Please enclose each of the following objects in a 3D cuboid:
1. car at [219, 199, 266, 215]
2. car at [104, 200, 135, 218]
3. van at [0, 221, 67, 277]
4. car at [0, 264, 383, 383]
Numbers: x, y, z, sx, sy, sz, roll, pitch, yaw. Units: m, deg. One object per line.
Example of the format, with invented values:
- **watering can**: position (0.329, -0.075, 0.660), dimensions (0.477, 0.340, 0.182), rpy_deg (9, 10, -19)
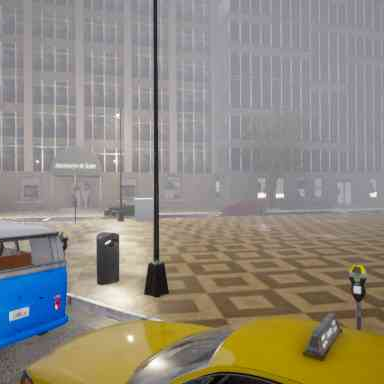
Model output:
- **car**: position (4.527, 1.320, 29.940), dimensions (4.181, 1.385, 1.994), rpy_deg (0, 0, -14)
- **car**: position (-5.186, 1.396, 27.514), dimensions (4.181, 1.385, 1.994), rpy_deg (0, 0, -14)
- **van**: position (-3.745, 1.343, 5.387), dimensions (3.998, 1.788, 1.690), rpy_deg (0, 0, 35)
- **car**: position (0.627, 1.526, 2.279), dimensions (4.829, 1.417, 1.752), rpy_deg (0, 0, 35)
